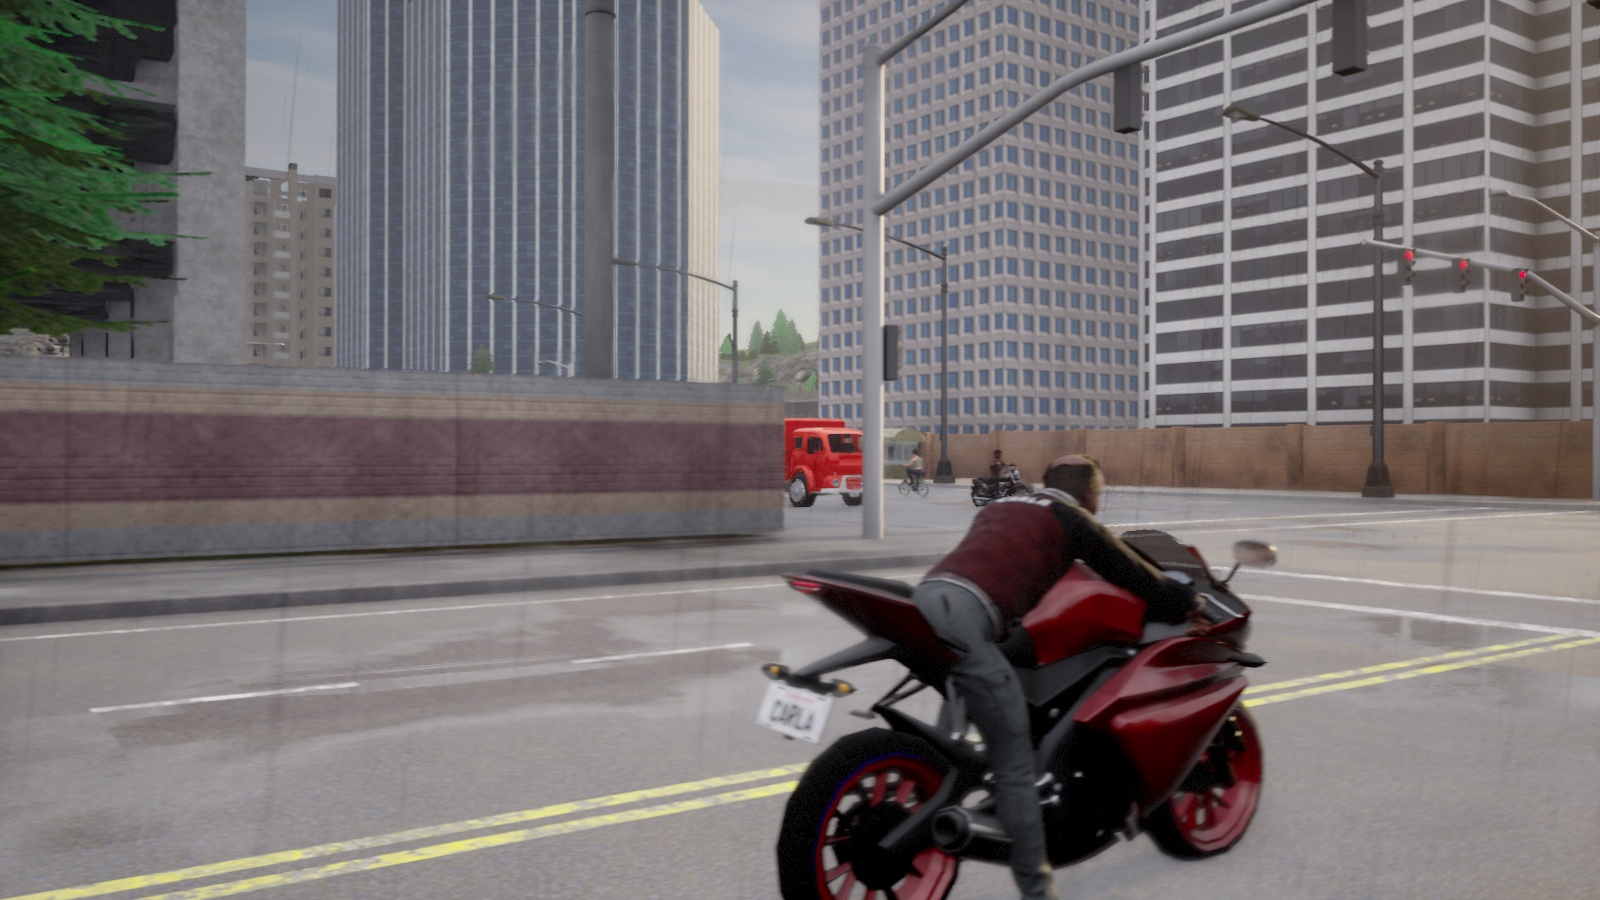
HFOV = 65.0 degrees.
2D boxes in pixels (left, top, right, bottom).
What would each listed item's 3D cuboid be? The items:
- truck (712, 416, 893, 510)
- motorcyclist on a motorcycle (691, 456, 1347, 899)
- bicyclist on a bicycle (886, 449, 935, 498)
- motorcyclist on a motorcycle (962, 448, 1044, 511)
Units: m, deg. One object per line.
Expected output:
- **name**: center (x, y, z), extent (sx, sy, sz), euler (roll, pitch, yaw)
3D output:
- **truck**: center (-0.032, 0.345, 35.528), extent (2.627, 2.467, 5.204), euler (0, 0, -35)
- **motorcyclist on a motorcycle**: center (0.805, 0.788, 4.219), extent (2.191, 1.530, 0.866), euler (0, 0, -35)
- **bicyclist on a bicycle**: center (3.725, 0.777, 42.440), extent (0.866, 1.612, 1.509), euler (0, 0, -35)
- **motorcyclist on a motorcycle**: center (5.435, 0.767, 33.758), extent (0.766, 1.649, 2.350), euler (0, 0, -35)
